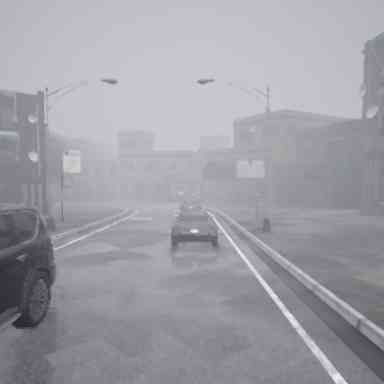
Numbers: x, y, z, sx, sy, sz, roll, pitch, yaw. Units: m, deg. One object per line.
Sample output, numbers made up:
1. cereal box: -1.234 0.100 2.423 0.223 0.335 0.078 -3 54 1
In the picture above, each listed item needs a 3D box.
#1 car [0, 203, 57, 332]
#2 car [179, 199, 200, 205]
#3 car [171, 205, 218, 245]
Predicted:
1. car: -3.601 1.213 4.015 2.150 2.045 5.566 0 0 0
2. car: -0.238 1.354 32.283 1.994 1.385 4.181 0 1 -4
3. car: 0.099 1.507 15.222 1.994 1.385 4.181 0 0 0
